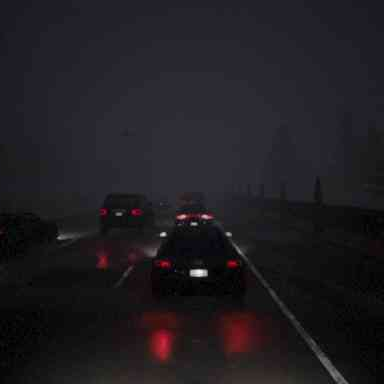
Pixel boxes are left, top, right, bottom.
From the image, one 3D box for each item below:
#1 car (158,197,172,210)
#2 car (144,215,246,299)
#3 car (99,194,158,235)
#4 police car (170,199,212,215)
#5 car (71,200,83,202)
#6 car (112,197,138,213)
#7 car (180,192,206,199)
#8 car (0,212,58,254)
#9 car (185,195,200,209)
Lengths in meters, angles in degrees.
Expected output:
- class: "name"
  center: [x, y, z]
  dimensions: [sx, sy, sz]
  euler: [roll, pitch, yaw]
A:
- class: "car"
  center: [-3.416, 1.319, 38.992]
  dimensions: [1.994, 1.385, 4.181]
  euler: [0, 0, 0]
- class: "car"
  center: [0.109, 1.511, 8.388]
  dimensions: [1.994, 1.385, 4.181]
  euler: [0, 0, -1]
- class: "car"
  center: [-3.406, 1.107, 18.203]
  dimensions: [2.150, 2.045, 5.566]
  euler: [0, 0, 0]
- class: "police car"
  center: [0.094, 1.385, 18.370]
  dimensions: [2.038, 1.542, 4.974]
  euler: [0, 0, 0]
- class: "car"
  center: [-17.648, 1.276, 51.932]
  dimensions: [1.994, 1.385, 4.181]
  euler: [0, 0, -2]
- class: "car"
  center: [-6.910, 1.308, 34.682]
  dimensions: [1.812, 1.442, 4.674]
  euler: [0, 0, 0]
- class: "car"
  center: [0.094, 1.031, 30.222]
  dimensions: [2.150, 2.045, 5.566]
  euler: [0, 0, 0]
- class: "car"
  center: [-6.904, 1.481, 13.046]
  dimensions: [1.994, 1.385, 4.181]
  euler: [0, 0, 0]
- class: "car"
  center: [0.075, 1.195, 41.532]
  dimensions: [1.801, 1.575, 5.366]
  euler: [0, 0, 0]
